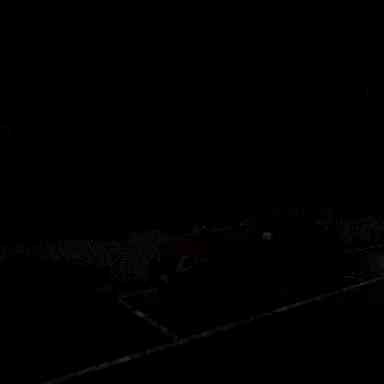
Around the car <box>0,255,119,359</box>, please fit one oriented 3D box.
[{"bbox_3d":[-3.089,1.582,4.452,4.206,1.307,1.802,0,0,-36],"label":"car"}]

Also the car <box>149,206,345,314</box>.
[{"bbox_3d":[1.523,1.296,7.746,5.009,1.841,2.192,0,0,-36],"label":"car"}]
